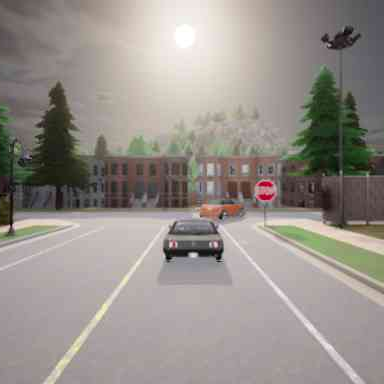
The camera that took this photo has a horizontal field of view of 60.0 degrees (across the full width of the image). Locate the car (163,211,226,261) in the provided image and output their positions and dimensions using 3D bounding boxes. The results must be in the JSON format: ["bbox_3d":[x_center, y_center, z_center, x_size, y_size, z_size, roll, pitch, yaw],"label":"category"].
[{"bbox_3d":[0.062,1.601,12.164,1.895,1.301,4.718,0,0,0],"label":"car"}]

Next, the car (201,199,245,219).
[{"bbox_3d":[2.662,1.335,27.996,2.097,1.767,4.553,1,1,35],"label":"car"}]
